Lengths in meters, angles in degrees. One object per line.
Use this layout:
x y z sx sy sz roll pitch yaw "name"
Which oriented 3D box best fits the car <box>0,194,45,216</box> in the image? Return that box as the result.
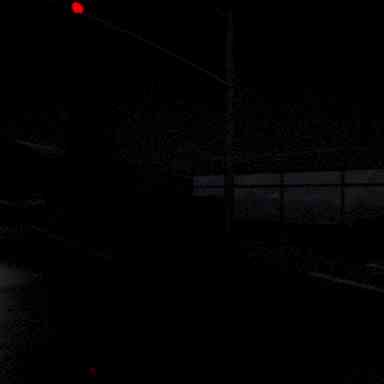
-17.696 1.244 33.713 2.150 2.045 5.566 0 0 31 "car"
